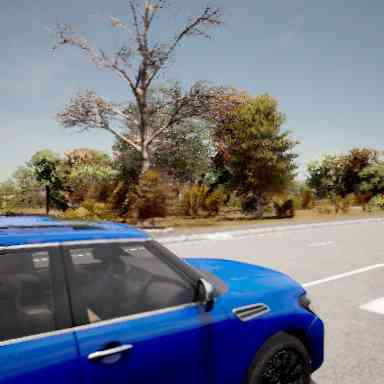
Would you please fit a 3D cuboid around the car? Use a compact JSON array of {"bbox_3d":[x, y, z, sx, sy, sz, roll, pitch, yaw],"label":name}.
[{"bbox_3d":[-1.208,1.223,2.905,5.566,2.045,2.150,0,0,-35],"label":"car"}]
